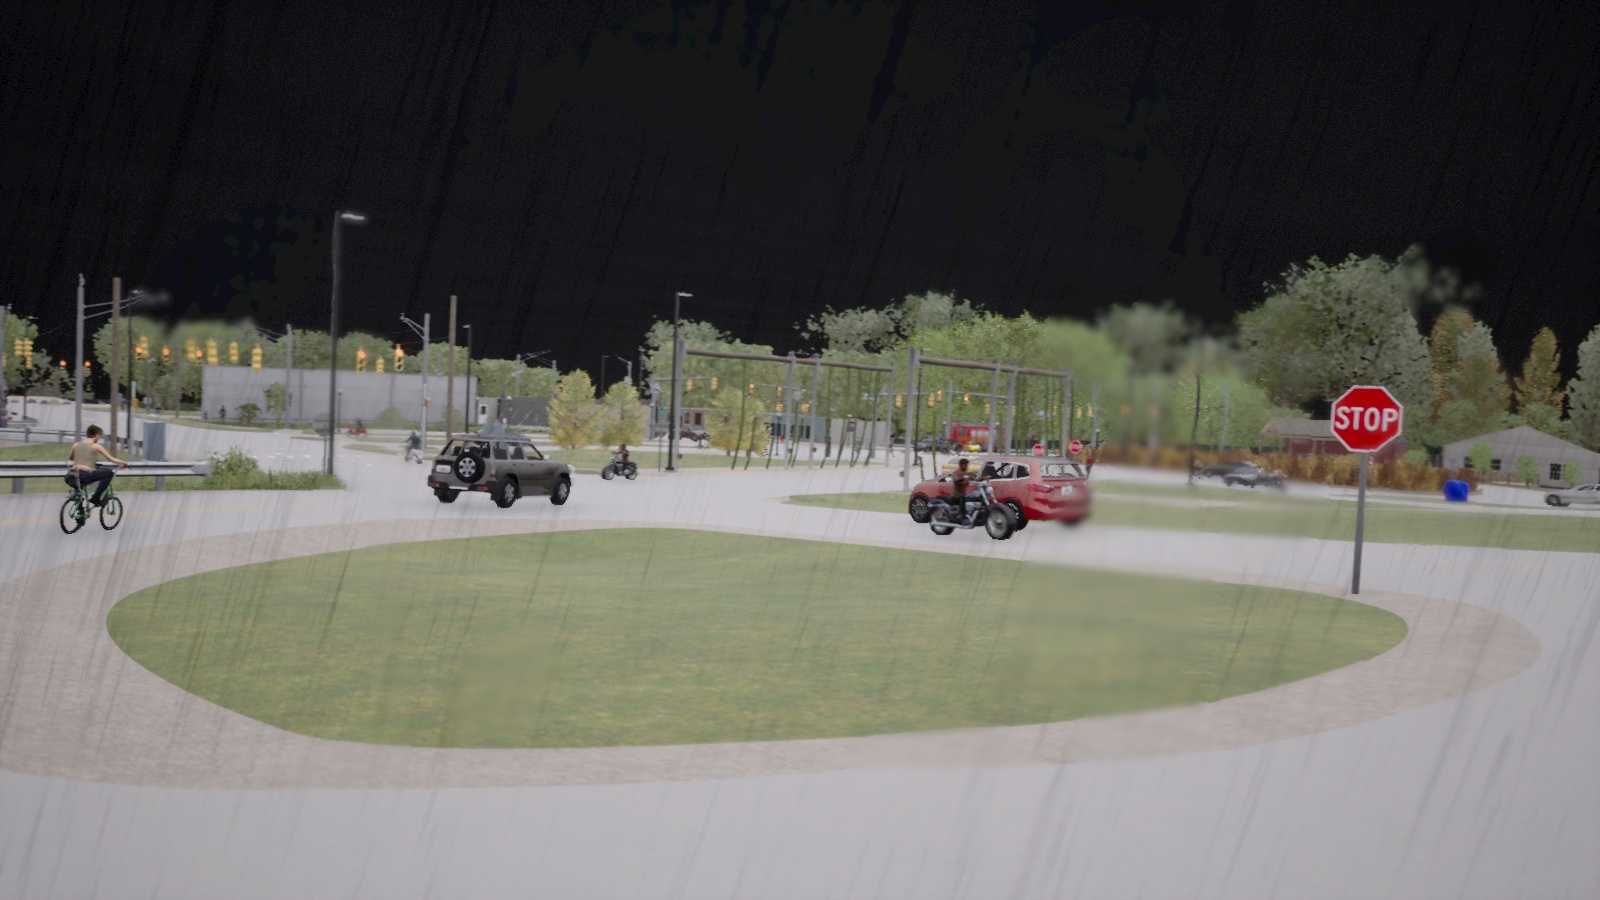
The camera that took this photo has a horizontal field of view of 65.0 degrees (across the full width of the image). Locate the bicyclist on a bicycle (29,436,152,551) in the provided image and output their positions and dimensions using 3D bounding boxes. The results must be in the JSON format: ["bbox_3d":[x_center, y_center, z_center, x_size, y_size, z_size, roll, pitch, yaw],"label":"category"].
[{"bbox_3d":[-10.539,0.623,18.725,0.866,1.612,1.509,3,0,3],"label":"bicyclist on a bicycle"}]

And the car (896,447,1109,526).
[{"bbox_3d":[4.652,0.801,29.439,2.242,1.667,4.611,0,0,-38],"label":"car"}]

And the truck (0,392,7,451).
[{"bbox_3d":[-51.044,-1.790,73.117,7.936,3.462,2.891,1,1,-37],"label":"truck"}]

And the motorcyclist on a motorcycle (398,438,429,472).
[{"bbox_3d":[-19.179,0.236,62.275,0.866,1.590,1.817,-1,2,-39],"label":"motorcyclist on a motorcycle"}]

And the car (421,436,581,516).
[{"bbox_3d":[-7.685,0.656,32.785,1.932,1.855,4.605,3,0,17],"label":"car"}]

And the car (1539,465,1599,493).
[{"bbox_3d":[50.932,1.906,81.135,2.152,1.651,5.027,2,0,-43],"label":"car"}]

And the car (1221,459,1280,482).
[{"bbox_3d":[30.385,1.332,84.663,2.033,1.411,5.357,3,2,39],"label":"car"}]

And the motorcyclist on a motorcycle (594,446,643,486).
[{"bbox_3d":[-7.819,0.661,54.103,0.766,1.649,2.350,4,1,29],"label":"motorcyclist on a motorcycle"}]

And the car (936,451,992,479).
[{"bbox_3d":[10.381,0.896,79.142,1.801,1.575,5.366,3,2,26],"label":"car"}]

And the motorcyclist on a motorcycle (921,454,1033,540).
[{"bbox_3d":[3.512,0.910,25.185,0.766,1.649,2.350,-1,0,-37],"label":"motorcyclist on a motorcycle"}]
